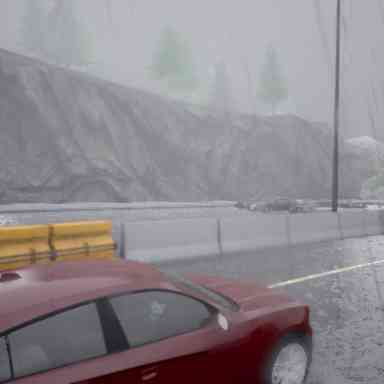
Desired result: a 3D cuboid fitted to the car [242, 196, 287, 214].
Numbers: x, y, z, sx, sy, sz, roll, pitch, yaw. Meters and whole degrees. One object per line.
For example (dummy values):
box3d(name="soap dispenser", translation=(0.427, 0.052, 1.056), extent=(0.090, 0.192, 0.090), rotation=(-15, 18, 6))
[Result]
box3d(name="car", translation=(7.270, 1.108, 29.512), extent=(4.902, 1.511, 2.128), rotation=(0, 1, -29))

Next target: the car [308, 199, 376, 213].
box3d(name="car", translation=(10.769, 1.352, 23.498), extent=(4.718, 1.301, 1.895), rotation=(0, 1, -29))

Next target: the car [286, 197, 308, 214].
box3d(name="car", translation=(10.172, 1.252, 27.124), extent=(4.181, 1.385, 1.994), rotation=(0, 1, -28))

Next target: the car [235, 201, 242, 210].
box3d(name="car", translation=(6.369, 1.114, 33.015), extent=(4.181, 1.385, 1.994), rotation=(0, 1, -29))

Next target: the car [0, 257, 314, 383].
box3d(name="car", translation=(-0.818, 1.411, 3.188), extent=(5.008, 1.535, 1.882), rotation=(0, 1, -38))
